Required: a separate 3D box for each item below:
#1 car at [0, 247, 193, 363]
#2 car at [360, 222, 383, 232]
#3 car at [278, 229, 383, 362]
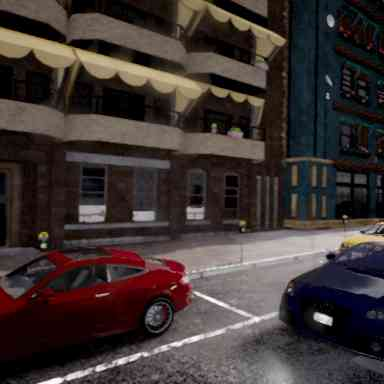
[{"bbox_3d":[-1.918,1.587,5.177,4.206,1.307,1.802,1,1,-35],"label":"car"},{"bbox_3d":[6.981,1.624,11.493,4.829,1.417,1.752,1,1,-35],"label":"car"},{"bbox_3d":[3.470,1.611,5.839,4.181,1.385,1.994,0,0,-35],"label":"car"}]
